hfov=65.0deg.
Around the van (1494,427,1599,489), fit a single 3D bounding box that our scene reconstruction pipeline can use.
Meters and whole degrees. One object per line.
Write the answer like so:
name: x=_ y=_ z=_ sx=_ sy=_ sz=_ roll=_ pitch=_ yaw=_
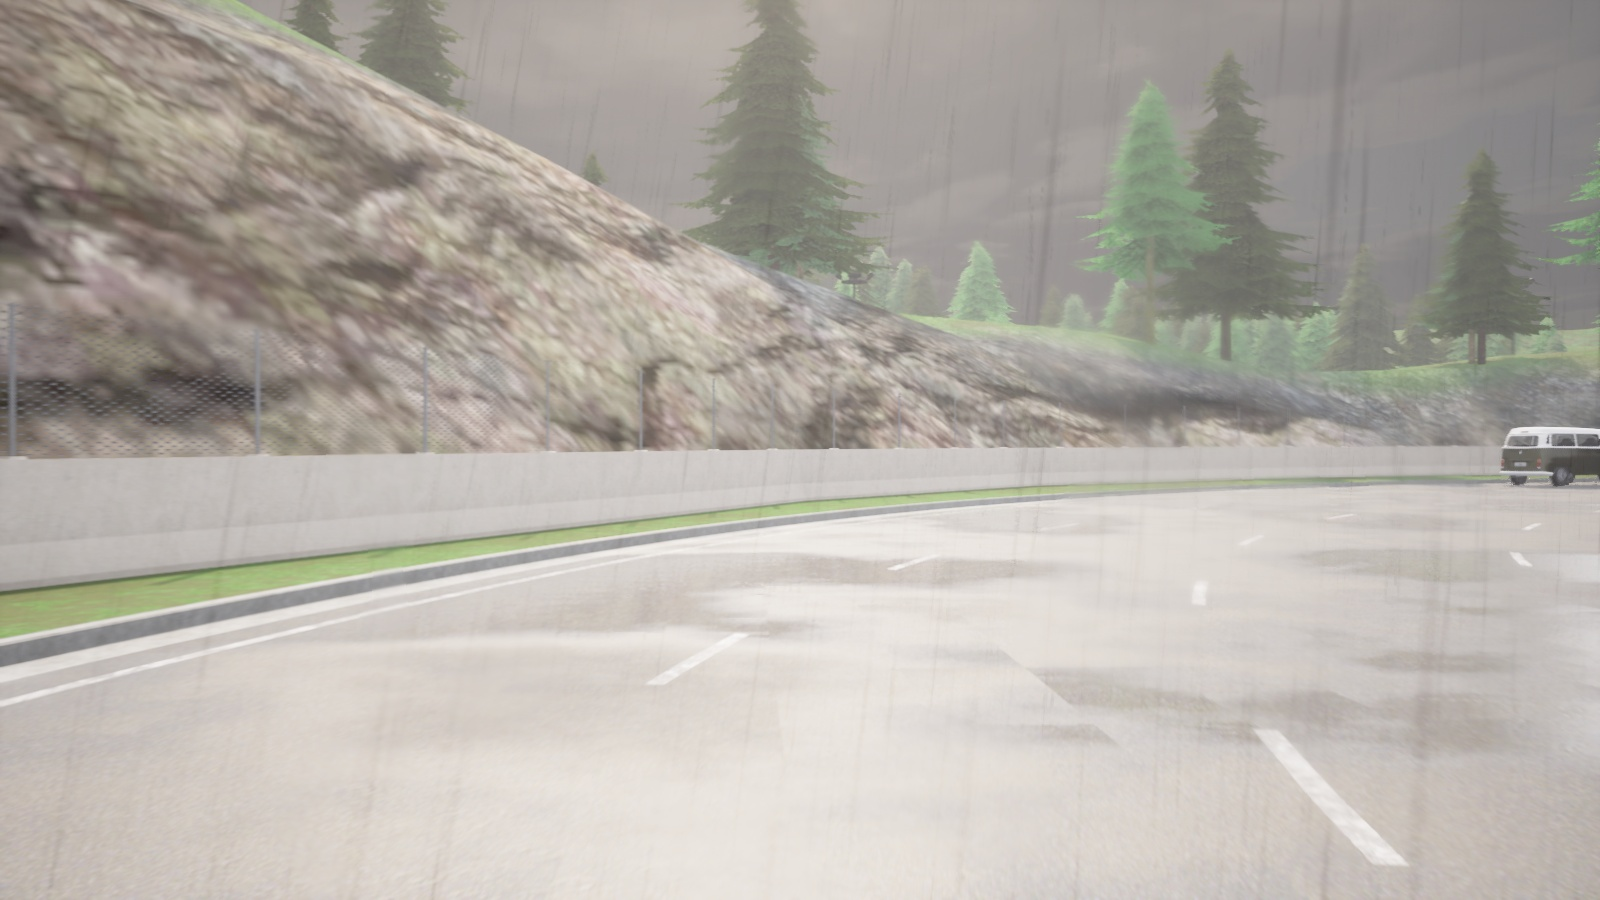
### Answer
van: x=26.601 y=0.269 z=43.596 sx=4.480 sy=2.038 sz=2.069 roll=0 pitch=0 yaw=-23
